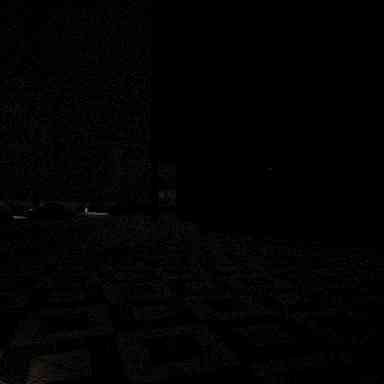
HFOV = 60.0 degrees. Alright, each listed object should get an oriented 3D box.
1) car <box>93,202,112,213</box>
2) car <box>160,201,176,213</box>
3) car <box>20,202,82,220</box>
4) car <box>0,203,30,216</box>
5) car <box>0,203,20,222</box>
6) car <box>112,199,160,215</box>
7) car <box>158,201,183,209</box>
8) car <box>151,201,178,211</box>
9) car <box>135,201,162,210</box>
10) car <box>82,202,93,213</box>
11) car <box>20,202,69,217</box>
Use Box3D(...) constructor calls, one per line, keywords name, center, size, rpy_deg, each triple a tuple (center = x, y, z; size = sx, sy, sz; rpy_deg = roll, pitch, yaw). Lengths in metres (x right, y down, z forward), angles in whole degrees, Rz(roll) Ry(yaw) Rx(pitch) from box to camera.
Box3D(name="car", center=(-10.447, 2.025, 44.721), size=(1.812, 1.442, 4.674), rpy_deg=(0, -1, 36))
Box3D(name="car", center=(-3.363, 2.114, 44.595), size=(1.887, 1.381, 4.507), rpy_deg=(-1, -2, 35))
Box3D(name="car", center=(-13.094, 1.824, 30.948), size=(1.752, 1.417, 4.829), rpy_deg=(-1, -2, 35))
Box3D(name="car", center=(-20.128, 1.842, 35.765), size=(2.008, 1.369, 4.403), rpy_deg=(-1, -1, 35))
Box3D(name="car", center=(-16.468, 1.775, 26.214), size=(1.947, 1.339, 4.313), rpy_deg=(-1, -2, 35))
Box3D(name="car", center=(-6.640, 1.791, 40.006), size=(2.192, 1.841, 5.009), rpy_deg=(-1, -2, 35))
Box3D(name="car", center=(-3.747, 2.306, 58.739), size=(2.008, 1.369, 4.403), rpy_deg=(-1, -2, 35))
Box3D(name="car", center=(-4.350, 2.238, 53.193), size=(1.994, 1.385, 4.181), rpy_deg=(0, -1, 37))
Box3D(name="car", center=(-7.024, 2.210, 54.144), size=(2.008, 1.369, 4.403), rpy_deg=(-1, -2, 35))
Box3D(name="car", center=(-13.576, 2.016, 44.955), size=(1.887, 1.381, 4.507), rpy_deg=(-1, -2, 35))
Box3D(name="car", center=(-16.162, 1.867, 36.720), size=(1.812, 1.442, 4.674), rpy_deg=(0, -1, 36))
